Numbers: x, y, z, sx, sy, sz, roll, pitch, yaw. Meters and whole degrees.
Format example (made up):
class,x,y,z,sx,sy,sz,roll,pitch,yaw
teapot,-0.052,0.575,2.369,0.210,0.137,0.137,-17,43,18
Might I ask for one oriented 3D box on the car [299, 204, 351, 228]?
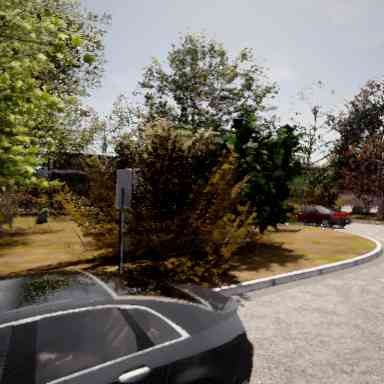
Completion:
class,x,y,z,sx,sy,sz,roll,pitch,yaw
car,8.924,1.670,24.013,1.882,1.535,5.008,2,-1,-32

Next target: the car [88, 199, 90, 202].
class,x,y,z,sx,sy,sz,roll,pitch,yaw
car,-15.468,1.656,48.608,5.357,1.411,2.033,1,0,-33

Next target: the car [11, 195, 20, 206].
class,x,y,z,sx,sy,sz,roll,pitch,yaw
car,-20.226,1.283,39.177,2.435,2.045,5.566,0,0,-36

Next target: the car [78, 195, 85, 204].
class,x,y,z,sx,sy,sz,roll,pitch,yaw
car,-15.802,1.309,42.381,2.435,2.045,5.566,0,0,-36

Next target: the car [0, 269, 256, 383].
class,x,y,z,sx,sy,sz,roll,pitch,yaw
car,-1.658,1.505,2.504,4.892,1.490,1.837,0,0,-36

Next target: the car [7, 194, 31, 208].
class,x,y,z,sx,sy,sz,roll,pitch,yaw
car,-26.029,1.288,50.051,2.435,2.045,5.566,0,0,-36
